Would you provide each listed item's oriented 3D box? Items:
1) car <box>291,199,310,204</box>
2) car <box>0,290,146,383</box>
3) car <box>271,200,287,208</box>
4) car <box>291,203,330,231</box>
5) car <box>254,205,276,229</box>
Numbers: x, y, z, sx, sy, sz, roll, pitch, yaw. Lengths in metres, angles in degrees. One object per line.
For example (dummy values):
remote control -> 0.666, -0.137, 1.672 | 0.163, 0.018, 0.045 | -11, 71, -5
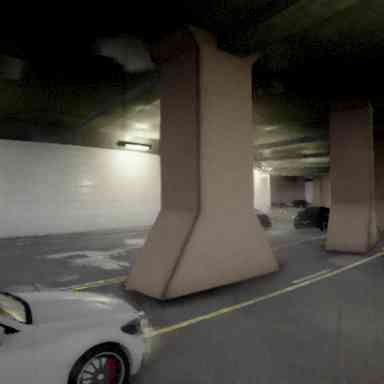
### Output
car -> 20.413, 2.142, 62.312 | 1.837, 1.490, 4.892 | 0, -1, -15
car -> -2.723, 1.600, 3.292 | 4.674, 1.442, 1.812 | 0, -1, -37
car -> 16.044, 2.285, 64.396 | 2.033, 1.411, 5.357 | 0, -1, -22
car -> 8.581, 1.735, 22.801 | 1.837, 1.490, 4.892 | -1, -1, 38
car -> 3.588, 1.832, 22.258 | 1.994, 1.385, 4.181 | -1, -1, 40
